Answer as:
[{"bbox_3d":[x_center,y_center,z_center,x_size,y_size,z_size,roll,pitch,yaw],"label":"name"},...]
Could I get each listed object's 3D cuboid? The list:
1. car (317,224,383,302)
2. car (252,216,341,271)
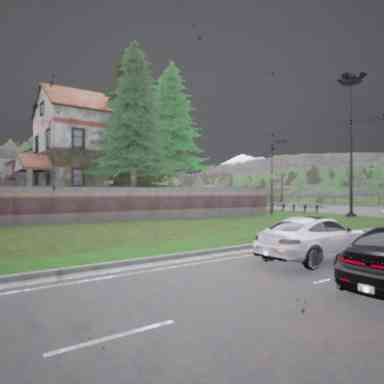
[{"bbox_3d":[5.107,1.496,7.394,4.892,1.490,1.837,0,0,-35],"label":"car"},{"bbox_3d":[4.004,1.516,10.902,4.674,1.442,1.812,0,0,-35],"label":"car"}]
